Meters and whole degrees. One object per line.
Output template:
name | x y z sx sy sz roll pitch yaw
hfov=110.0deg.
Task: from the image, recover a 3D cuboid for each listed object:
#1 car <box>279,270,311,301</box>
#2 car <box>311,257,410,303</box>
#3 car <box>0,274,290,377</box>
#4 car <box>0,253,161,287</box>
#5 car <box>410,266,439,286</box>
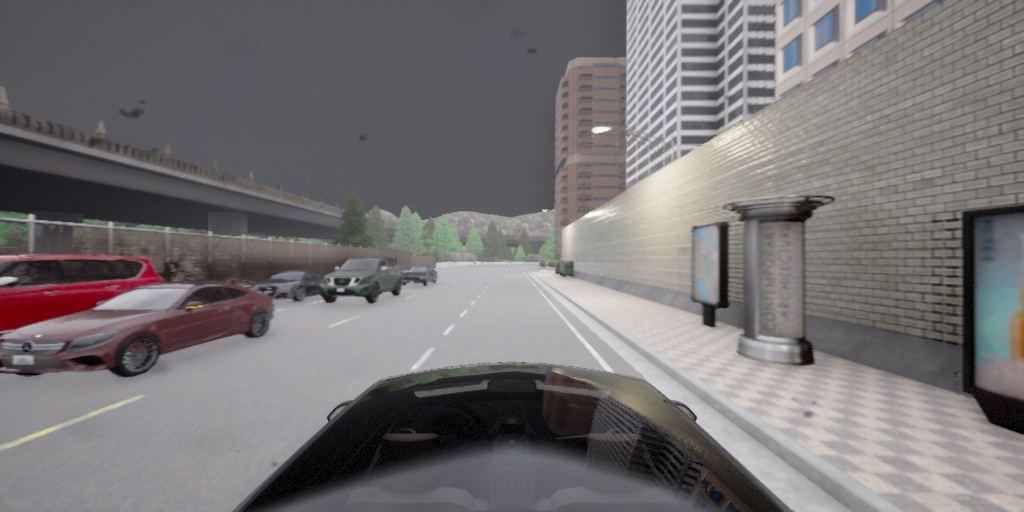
car | -10.499 1.385 17.439 1.994 1.385 4.181 0 -1 0
car | -6.996 1.058 17.411 2.150 2.045 5.566 0 -1 0
car | -7.087 1.278 7.533 1.812 1.442 4.674 0 -1 0
car | -10.597 0.953 7.552 2.150 2.045 5.566 0 -1 0
car | -7.004 1.480 27.756 2.033 1.411 5.357 0 -1 0
